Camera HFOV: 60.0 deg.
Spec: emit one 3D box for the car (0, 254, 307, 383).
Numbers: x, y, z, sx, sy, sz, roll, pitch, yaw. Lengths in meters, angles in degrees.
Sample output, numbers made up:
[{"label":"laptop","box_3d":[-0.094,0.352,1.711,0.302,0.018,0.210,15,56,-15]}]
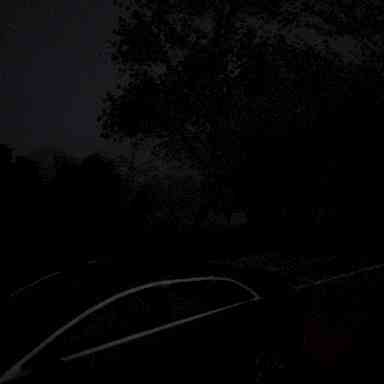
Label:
[{"label":"car","box_3d":[-0.873,1.494,3.374,4.902,1.511,2.128,0,0,-36]}]
